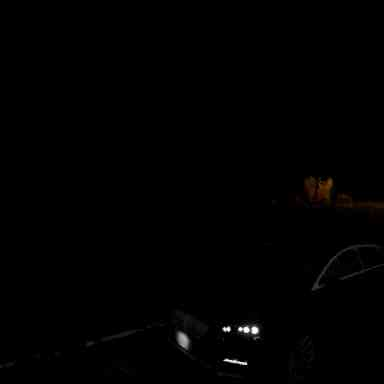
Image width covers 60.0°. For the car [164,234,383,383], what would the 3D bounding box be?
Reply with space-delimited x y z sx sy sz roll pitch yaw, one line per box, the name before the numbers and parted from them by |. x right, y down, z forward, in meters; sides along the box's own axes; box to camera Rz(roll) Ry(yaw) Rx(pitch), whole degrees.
car | 1.878 1.496 5.397 4.902 1.511 2.128 0 0 -36
